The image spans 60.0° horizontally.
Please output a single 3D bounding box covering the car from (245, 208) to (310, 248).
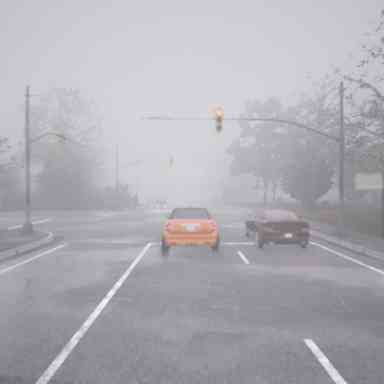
[{"bbox_3d":[3.523,1.423,14.549,1.882,1.535,5.008,0,0,0],"label":"car"}]

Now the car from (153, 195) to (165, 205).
[{"bbox_3d":[-5.642,1.614,60.815,1.837,1.490,4.892,0,-1,-8],"label":"car"}]

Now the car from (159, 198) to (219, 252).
[{"bbox_3d":[-0.123,1.300,13.848,2.097,1.767,4.553,0,0,-2],"label":"car"}]

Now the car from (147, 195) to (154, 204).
[{"bbox_3d":[-9.002,1.622,76.027,2.150,2.045,5.566,0,-1,-16],"label":"car"}]
